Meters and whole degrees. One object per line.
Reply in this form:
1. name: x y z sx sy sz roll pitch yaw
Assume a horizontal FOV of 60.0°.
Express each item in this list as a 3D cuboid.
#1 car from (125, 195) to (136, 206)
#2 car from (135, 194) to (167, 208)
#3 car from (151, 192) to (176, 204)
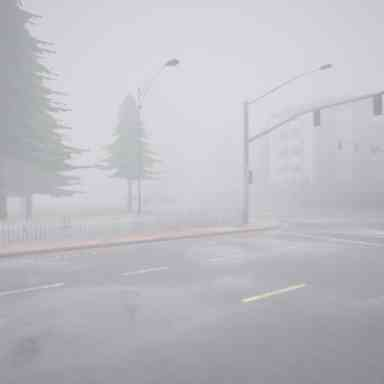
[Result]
1. car: -8.497 1.261 50.145 1.994 1.385 4.181 0 10 -35
2. car: -5.686 1.406 45.847 1.812 1.442 4.674 0 0 -33
3. car: -4.566 1.079 50.495 2.150 2.045 5.566 0 0 -34
